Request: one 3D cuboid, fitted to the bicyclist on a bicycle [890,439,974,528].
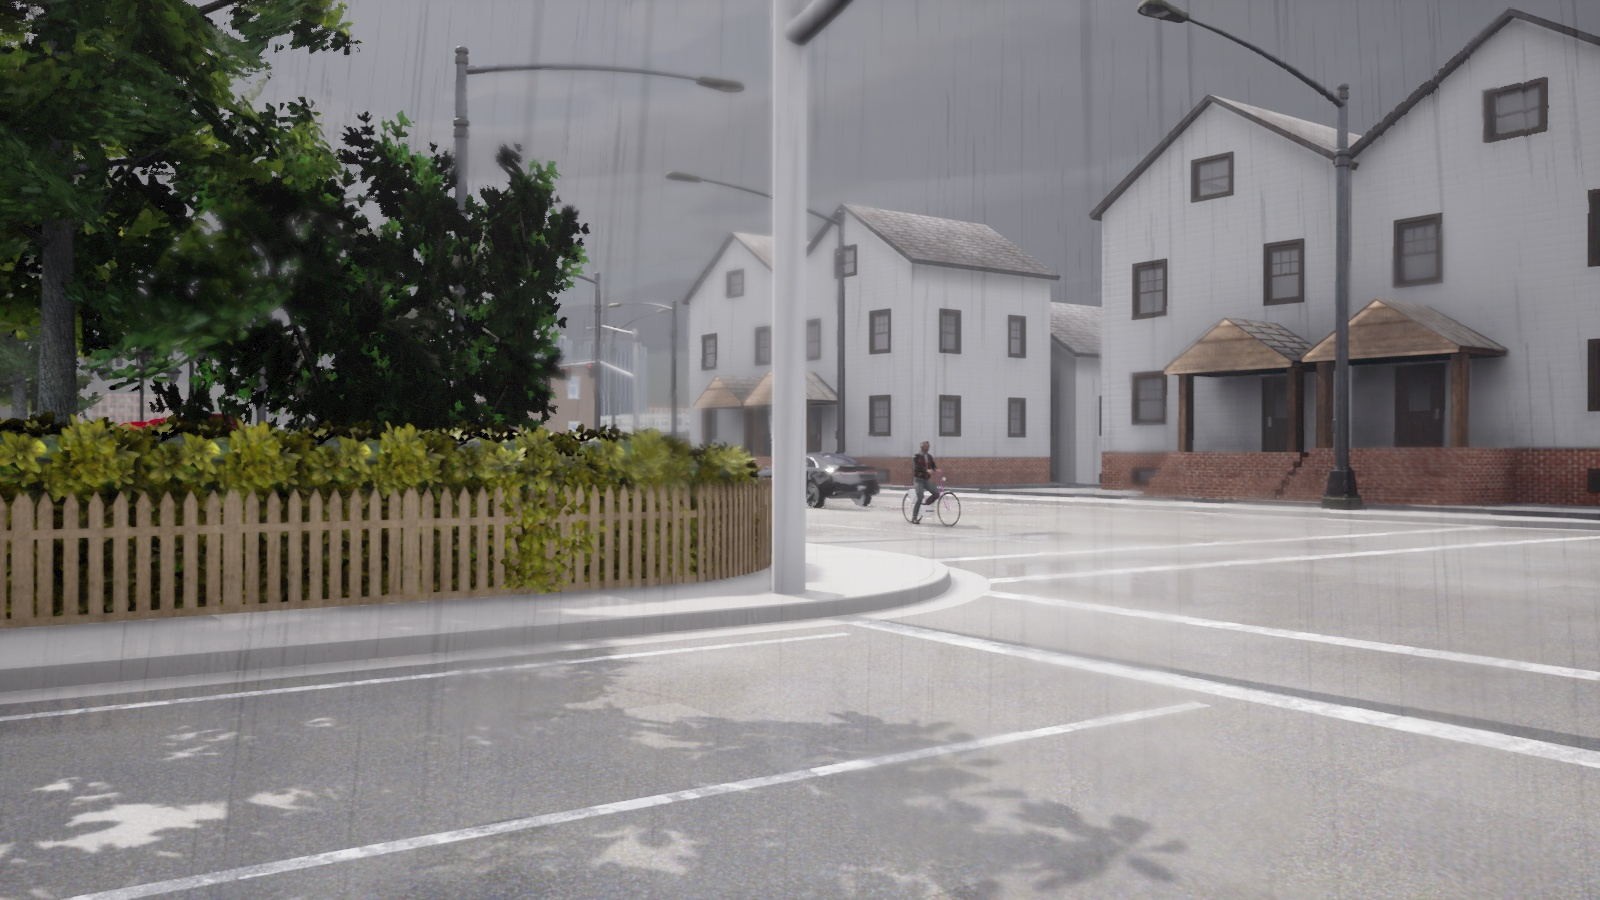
[{"bbox_3d":[2.705,0.677,25.899,0.659,1.776,1.843,0,0,-35],"label":"bicyclist on a bicycle"}]

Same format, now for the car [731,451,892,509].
[{"bbox_3d":[0.232,0.793,35.641,2.128,1.511,4.902,0,0,-35],"label":"car"}]
